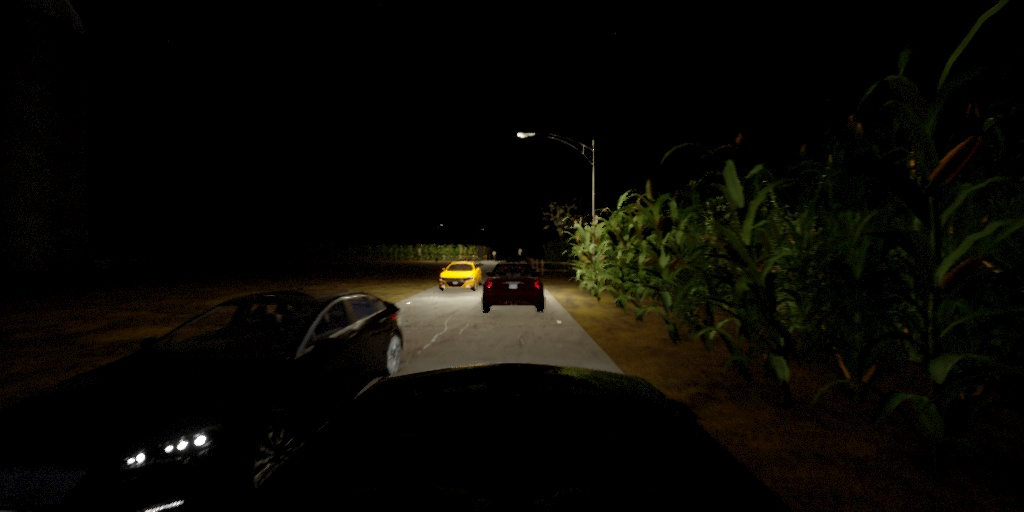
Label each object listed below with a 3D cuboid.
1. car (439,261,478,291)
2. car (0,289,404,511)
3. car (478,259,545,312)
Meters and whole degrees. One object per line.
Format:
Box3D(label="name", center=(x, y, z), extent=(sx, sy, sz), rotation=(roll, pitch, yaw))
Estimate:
Box3D(label="car", center=(-2.802, 1.057, 20.282), extent=(1.882, 1.535, 5.008), rotation=(0, 0, 0))
Box3D(label="car", center=(-2.817, 1.218, 4.435), extent=(2.128, 1.511, 4.902), rotation=(0, 0, 0))
Box3D(label="car", center=(0.052, 0.990, 13.767), extent=(2.097, 1.767, 4.553), rotation=(0, 0, 0))
